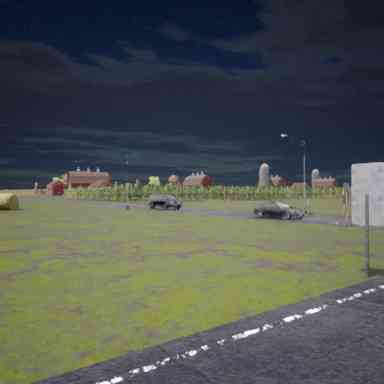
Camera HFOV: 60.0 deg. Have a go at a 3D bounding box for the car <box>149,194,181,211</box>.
[{"bbox_3d":[-3.592,1.278,43.148,2.150,2.045,5.566,-1,0,-35],"label":"car"}]

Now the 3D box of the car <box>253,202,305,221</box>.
[{"bbox_3d":[7.277,1.555,28.285,1.812,1.442,4.674,-1,0,-37],"label":"car"}]
